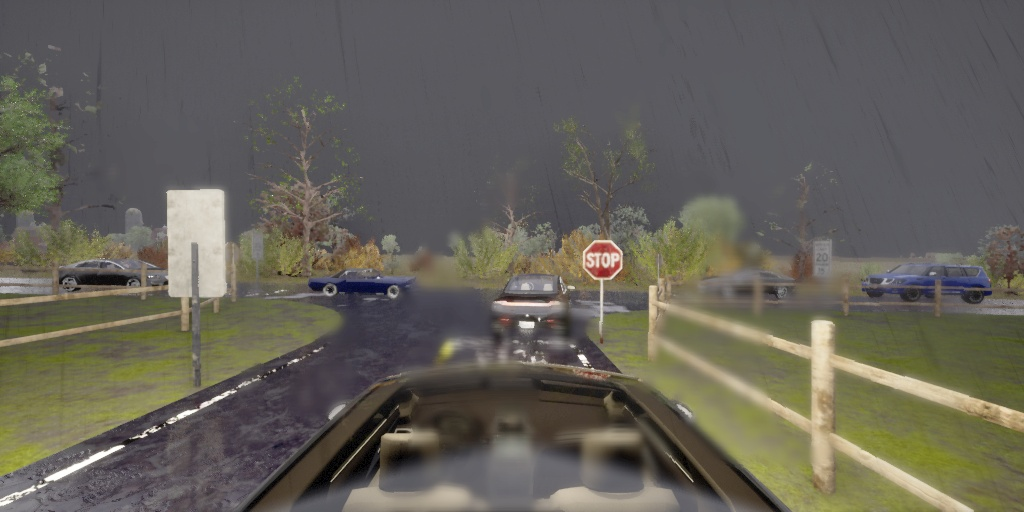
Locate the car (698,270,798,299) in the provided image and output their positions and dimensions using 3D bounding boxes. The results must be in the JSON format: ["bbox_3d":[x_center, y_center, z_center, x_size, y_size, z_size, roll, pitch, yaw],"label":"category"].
[{"bbox_3d":[13.008,1.525,19.912,4.902,1.511,2.128,1,1,0],"label":"car"}]

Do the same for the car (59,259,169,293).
[{"bbox_3d":[-18.486,0.885,17.008,4.902,1.511,2.128,1,1,0],"label":"car"}]

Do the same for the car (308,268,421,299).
[{"bbox_3d":[-6.818,1.248,16.989,4.718,1.301,1.895,1,1,0],"label":"car"}]

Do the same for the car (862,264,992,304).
[{"bbox_3d":[22.904,1.466,19.899,5.566,2.045,2.150,1,1,0],"label":"car"}]

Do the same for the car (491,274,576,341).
[{"bbox_3d":[0.709,1.240,9.956,2.128,1.511,4.902,0,0,9],"label":"car"}]
